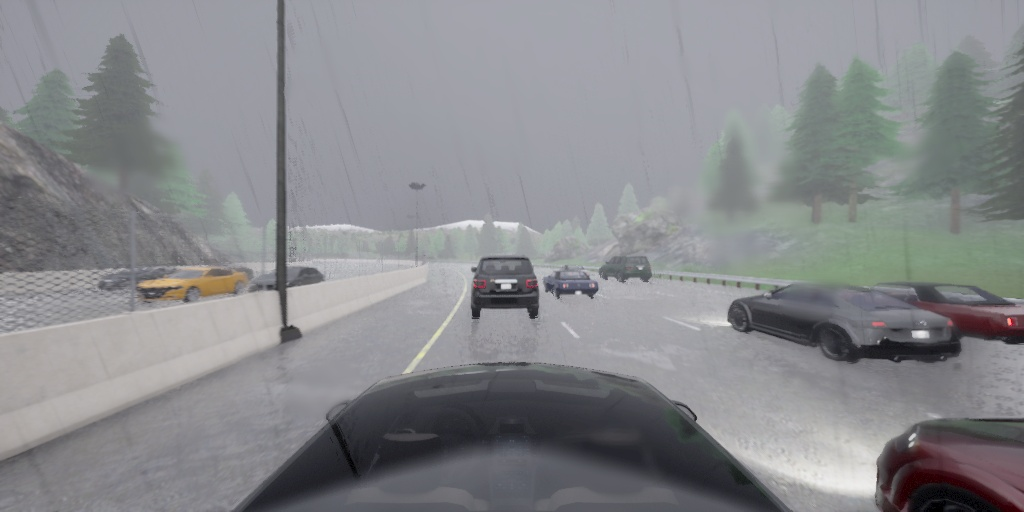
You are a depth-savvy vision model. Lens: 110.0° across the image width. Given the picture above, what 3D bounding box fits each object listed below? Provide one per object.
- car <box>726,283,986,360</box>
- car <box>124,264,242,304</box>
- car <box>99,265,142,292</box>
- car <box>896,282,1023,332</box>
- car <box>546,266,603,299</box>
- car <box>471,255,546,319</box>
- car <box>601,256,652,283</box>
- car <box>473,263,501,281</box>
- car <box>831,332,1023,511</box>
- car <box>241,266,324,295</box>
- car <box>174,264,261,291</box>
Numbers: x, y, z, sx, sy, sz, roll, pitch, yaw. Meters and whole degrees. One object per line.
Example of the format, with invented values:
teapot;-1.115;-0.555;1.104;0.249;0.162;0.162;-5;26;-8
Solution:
car;6.898;1.307;8.108;1.994;1.385;4.181;0;0;-2
car;-14.847;1.278;17.047;1.882;1.535;5.008;0;0;-5
car;-22.387;1.315;22.133;2.128;1.511;4.902;0;0;-7
car;10.373;1.338;9.391;1.895;1.301;4.718;0;0;-2
car;2.808;1.366;18.300;1.895;1.301;4.718;0;0;-5
car;-0.320;0.986;13.145;2.150;2.045;5.566;0;0;-3
car;8.796;0.986;28.107;2.150;2.045;5.566;0;0;-7
car;-2.309;1.340;31.847;2.033;1.411;5.357;0;0;-9
car;3.517;1.305;0.722;1.994;1.385;4.181;0;0;0
car;-11.496;1.302;18.783;1.837;1.490;4.892;0;0;-5
car;-19.033;1.309;23.575;2.128;1.511;4.902;0;0;-7
